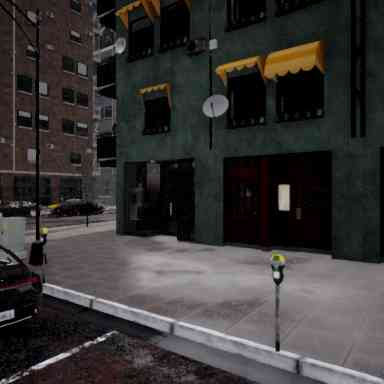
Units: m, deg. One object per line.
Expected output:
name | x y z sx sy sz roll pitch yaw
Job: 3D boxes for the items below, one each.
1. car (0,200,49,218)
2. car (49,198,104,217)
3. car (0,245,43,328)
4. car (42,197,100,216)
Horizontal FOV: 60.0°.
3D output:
car | -14.045 1.350 26.058 2.008 1.369 4.403 1 1 35
car | -9.490 1.305 28.078 1.994 1.385 4.181 0 1 35
car | -4.469 1.552 6.054 4.403 1.369 2.008 0 0 35
car | -10.958 1.250 30.486 1.752 1.417 4.829 1 1 35
